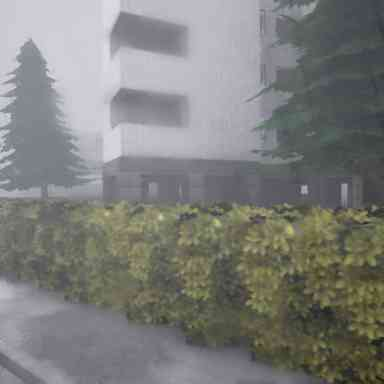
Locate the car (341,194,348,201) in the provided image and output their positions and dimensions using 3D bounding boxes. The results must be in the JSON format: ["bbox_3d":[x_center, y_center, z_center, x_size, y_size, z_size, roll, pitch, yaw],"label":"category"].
[{"bbox_3d":[34.842,1.384,75.768,3.806,1.475,1.970,0,0,-25],"label":"car"}]
